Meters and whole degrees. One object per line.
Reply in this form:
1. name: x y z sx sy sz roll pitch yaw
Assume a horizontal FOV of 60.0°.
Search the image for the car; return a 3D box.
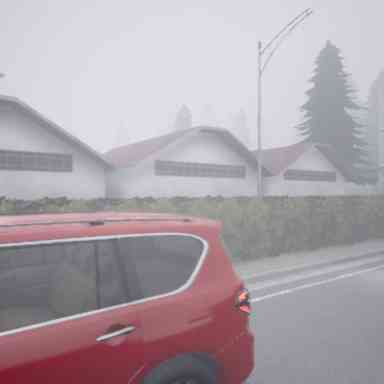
1. car: -1.966 1.225 2.583 5.566 2.045 2.150 1 0 -35
